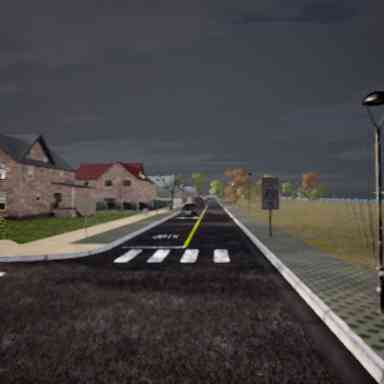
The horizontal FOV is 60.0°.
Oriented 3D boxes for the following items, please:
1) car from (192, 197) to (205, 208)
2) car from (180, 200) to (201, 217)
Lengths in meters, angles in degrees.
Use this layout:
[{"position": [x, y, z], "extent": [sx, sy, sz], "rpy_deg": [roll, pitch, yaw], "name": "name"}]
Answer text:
[{"position": [1.300, 1.941, 64.026], "extent": [2.150, 2.045, 5.566], "rpy_deg": [-1, -1, 4], "name": "car"}, {"position": [-0.271, 2.035, 38.335], "extent": [1.812, 1.442, 4.674], "rpy_deg": [-1, -1, 4], "name": "car"}]
